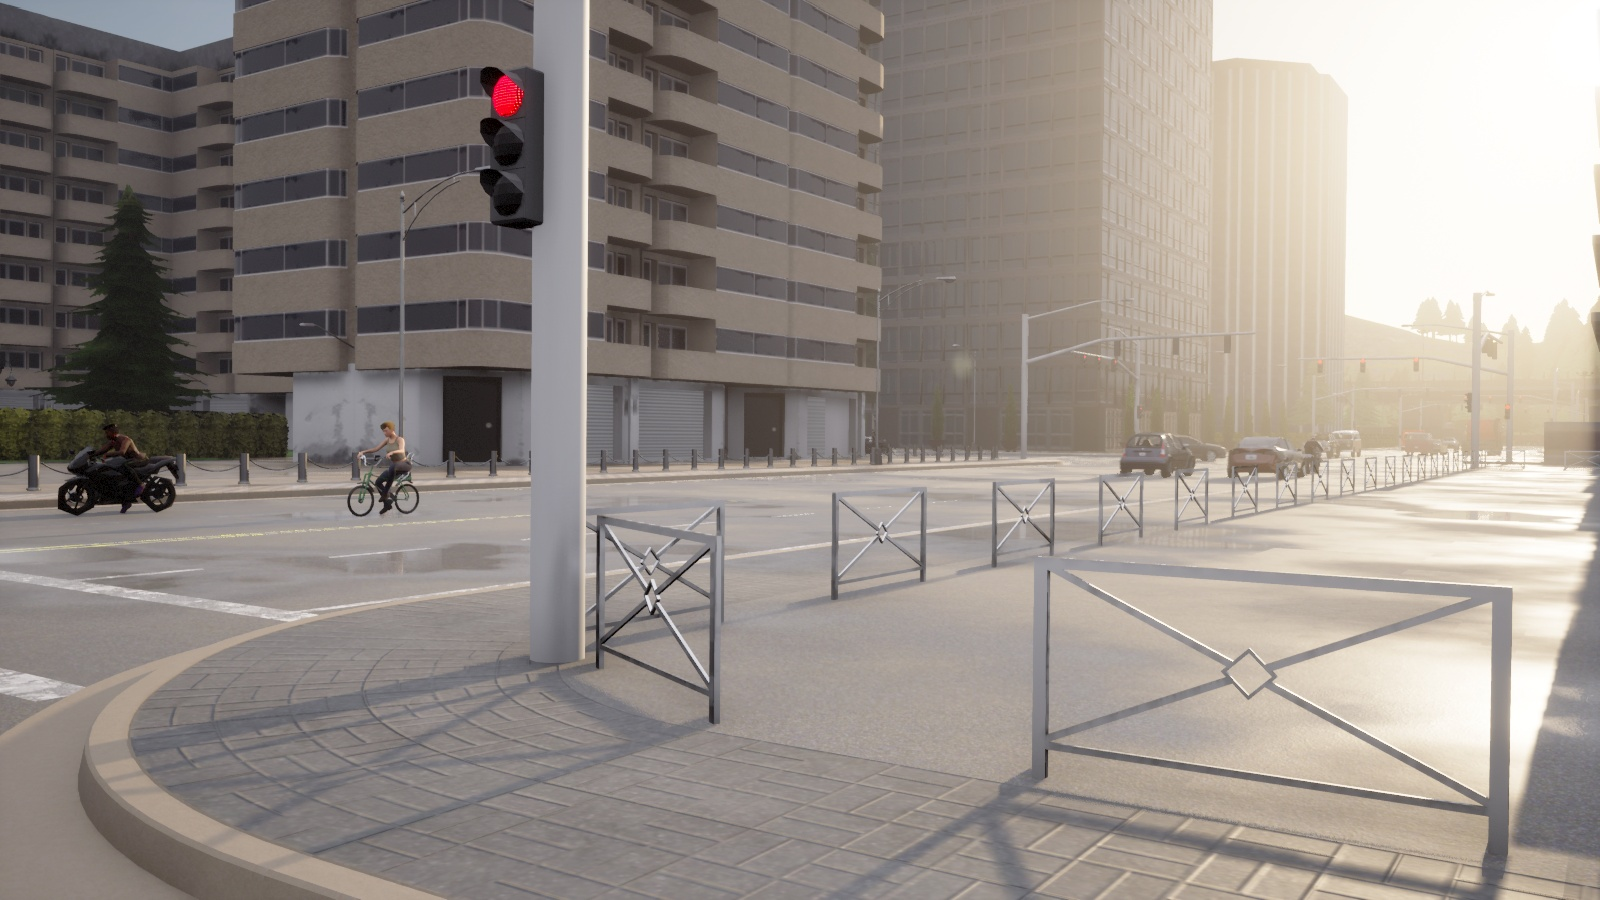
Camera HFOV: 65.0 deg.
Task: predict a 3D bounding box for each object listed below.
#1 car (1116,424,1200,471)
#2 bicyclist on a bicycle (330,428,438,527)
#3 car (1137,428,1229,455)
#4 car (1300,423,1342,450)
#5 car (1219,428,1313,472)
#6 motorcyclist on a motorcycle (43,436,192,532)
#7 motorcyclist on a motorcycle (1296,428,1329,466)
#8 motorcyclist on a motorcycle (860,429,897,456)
[{"bbox_3d":[13.163,-0.118,46.019,1.851,1.617,3.988,0,1,33],"label":"car"},{"bbox_3d":[-7.076,0.440,21.409,0.866,1.612,1.509,0,1,33],"label":"bicyclist on a bicycle"},{"bbox_3d":[22.189,-0.489,72.855,4.892,1.490,1.837,0,1,8],"label":"car"},{"bbox_3d":[36.743,-0.994,88.571,1.932,1.855,4.605,0,1,33],"label":"car"},{"bbox_3d":[16.838,-0.039,45.245,2.163,1.488,4.792,0,1,33],"label":"car"},{"bbox_3d":[-11.443,0.529,21.112,0.797,1.523,2.044,0,1,33],"label":"motorcyclist on a motorcycle"},{"bbox_3d":[21.191,-0.134,51.919,0.866,1.530,2.191,0,1,33],"label":"motorcyclist on a motorcycle"},{"bbox_3d":[4.849,-0.480,77.789,2.350,1.649,0.766,0,0,44],"label":"motorcyclist on a motorcycle"}]
